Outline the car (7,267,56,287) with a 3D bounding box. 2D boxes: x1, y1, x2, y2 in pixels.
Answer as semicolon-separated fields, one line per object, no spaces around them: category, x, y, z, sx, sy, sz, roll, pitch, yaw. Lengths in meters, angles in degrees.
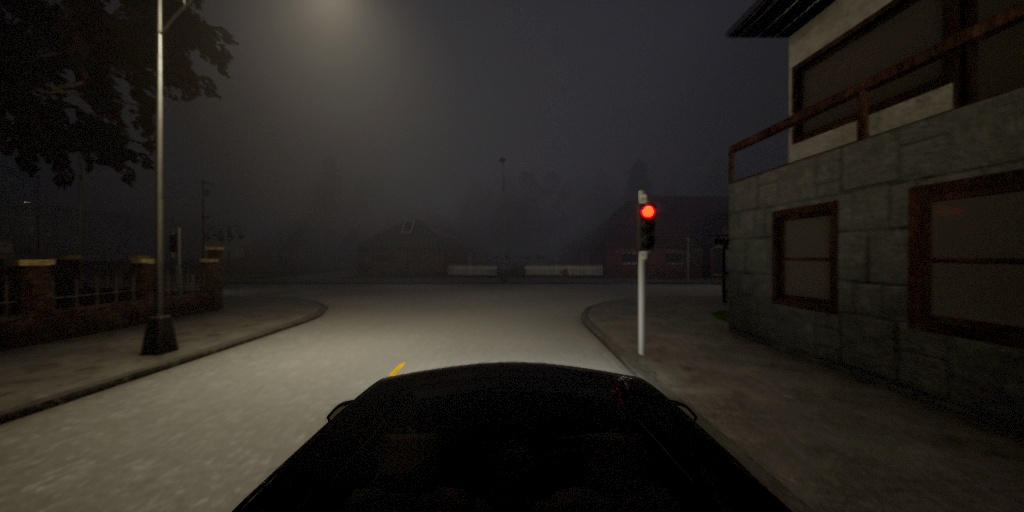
car;-26.290;1.181;18.463;4.902;1.511;2.128;0;0;0
